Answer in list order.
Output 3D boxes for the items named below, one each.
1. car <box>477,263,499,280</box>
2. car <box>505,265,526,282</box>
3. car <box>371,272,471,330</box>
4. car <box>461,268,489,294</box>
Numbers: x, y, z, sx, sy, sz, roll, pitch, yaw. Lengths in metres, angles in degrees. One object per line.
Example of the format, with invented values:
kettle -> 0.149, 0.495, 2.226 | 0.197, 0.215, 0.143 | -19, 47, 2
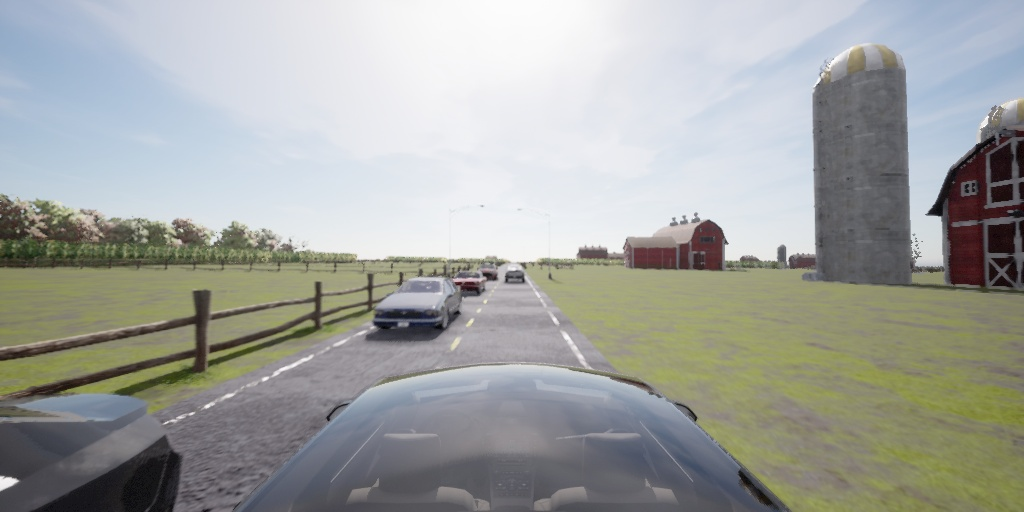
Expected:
car -> -2.510, 1.566, 37.076 | 2.097, 1.767, 4.553 | 0, -1, 0
car -> 0.283, 1.656, 34.068 | 2.128, 1.511, 4.902 | 0, -1, 1
car -> -2.793, 1.421, 11.929 | 2.033, 1.411, 5.357 | 0, -1, 0
car -> -2.706, 1.608, 22.399 | 1.895, 1.301, 4.718 | 0, -1, 0
